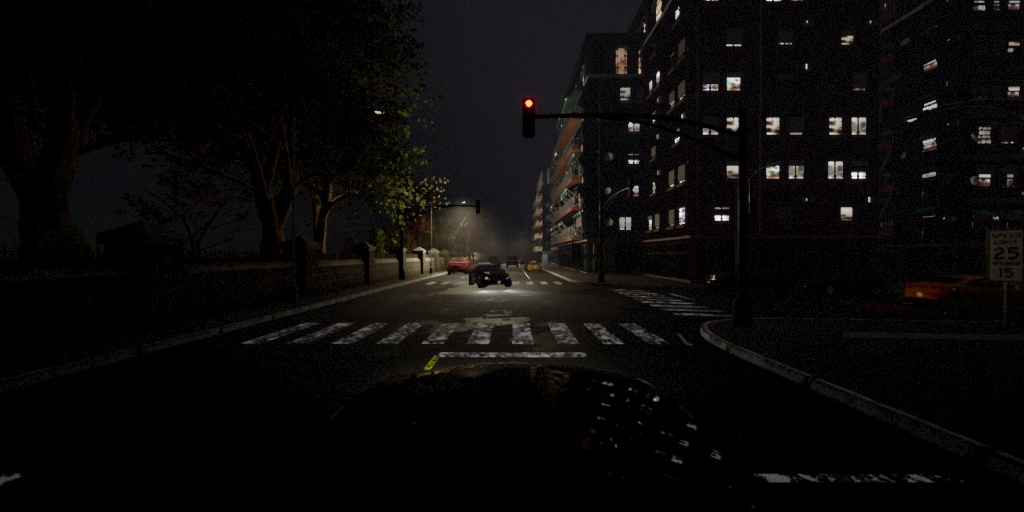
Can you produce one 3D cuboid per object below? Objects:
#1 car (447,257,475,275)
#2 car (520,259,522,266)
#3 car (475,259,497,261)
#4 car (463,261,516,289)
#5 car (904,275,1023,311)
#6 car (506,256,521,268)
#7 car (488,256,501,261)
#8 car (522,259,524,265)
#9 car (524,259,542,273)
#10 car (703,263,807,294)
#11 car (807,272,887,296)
[{"bbox_3d":[-5.649,1.069,38.713,2.192,1.841,5.009,0,0,0],"label":"car"},{"bbox_3d":[2.749,1.316,55.310,2.007,1.370,4.403,0,0,0],"label":"car"},{"bbox_3d":[-3.061,1.319,39.142,1.994,1.385,4.181,0,0,0],"label":"car"},{"bbox_3d":[-1.583,1.275,23.202,1.812,1.442,4.674,0,0,-21],"label":"car"},{"bbox_3d":[21.042,1.640,16.338,5.008,1.535,1.882,1,0,0],"label":"car"},{"bbox_3d":[0.068,0.993,63.637,2.150,2.045,5.566,0,0,0],"label":"car"},{"bbox_3d":[-3.011,0.990,59.847,2.150,2.045,5.566,0,0,0],"label":"car"},{"bbox_3d":[2.743,1.306,49.774,1.888,1.381,4.507,0,0,0],"label":"car"},{"bbox_3d":[2.737,1.283,44.409,1.751,1.417,4.829,0,0,0],"label":"car"},{"bbox_3d":[14.621,1.338,22.106,5.009,1.841,2.192,0,0,0],"label":"car"},{"bbox_3d":[20.316,1.671,22.118,4.507,1.381,1.888,0,0,0],"label":"car"}]
